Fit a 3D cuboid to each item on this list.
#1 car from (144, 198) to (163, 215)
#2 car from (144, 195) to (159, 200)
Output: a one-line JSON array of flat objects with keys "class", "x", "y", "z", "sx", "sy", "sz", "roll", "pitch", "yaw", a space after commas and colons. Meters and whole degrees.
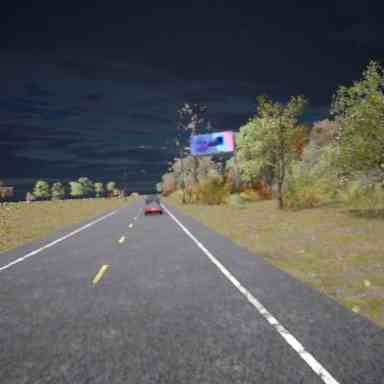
[{"class": "car", "x": -4.251, "y": 1.768, "z": 36.853, "sx": 1.994, "sy": 1.385, "sz": 4.181, "roll": -3, "pitch": 0, "yaw": -6}, {"class": "car", "x": -5.660, "y": 1.497, "z": 48.169, "sx": 2.150, "sy": 2.045, "sz": 5.566, "roll": -3, "pitch": 0, "yaw": -7}]
